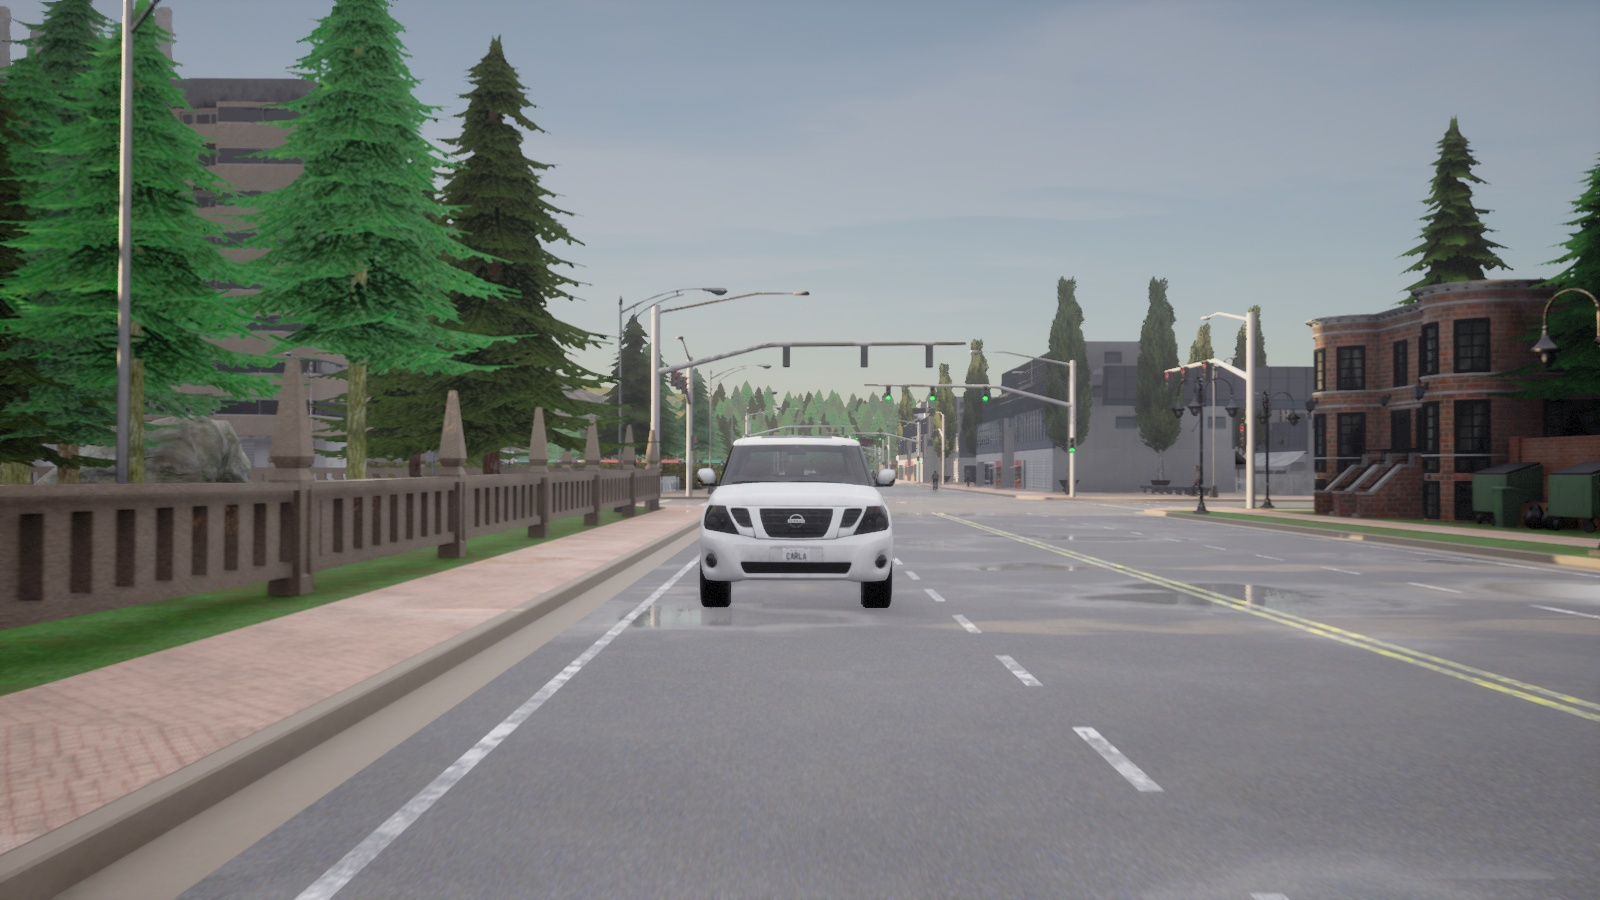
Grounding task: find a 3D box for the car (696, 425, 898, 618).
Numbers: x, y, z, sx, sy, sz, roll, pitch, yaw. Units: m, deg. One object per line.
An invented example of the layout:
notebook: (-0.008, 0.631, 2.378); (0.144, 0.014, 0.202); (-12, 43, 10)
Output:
car: (-0.041, 0.804, 16.165); (2.150, 2.045, 5.566); (0, -1, 0)
